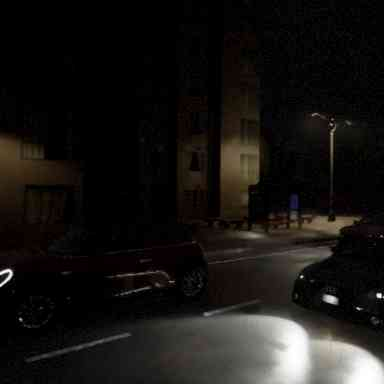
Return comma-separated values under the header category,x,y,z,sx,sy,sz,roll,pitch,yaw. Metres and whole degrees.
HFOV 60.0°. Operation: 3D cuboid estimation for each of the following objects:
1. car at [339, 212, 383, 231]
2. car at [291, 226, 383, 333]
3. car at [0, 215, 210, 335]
category,x,y,z,sx,sy,sz,roll,pitch,yaw
car,8.170,1.615,14.027,5.008,1.535,1.882,0,0,-35
car,3.944,1.630,6.698,4.181,1.385,1.994,1,0,-35
car,-1.895,1.374,6.884,4.553,1.767,2.097,1,0,-35
